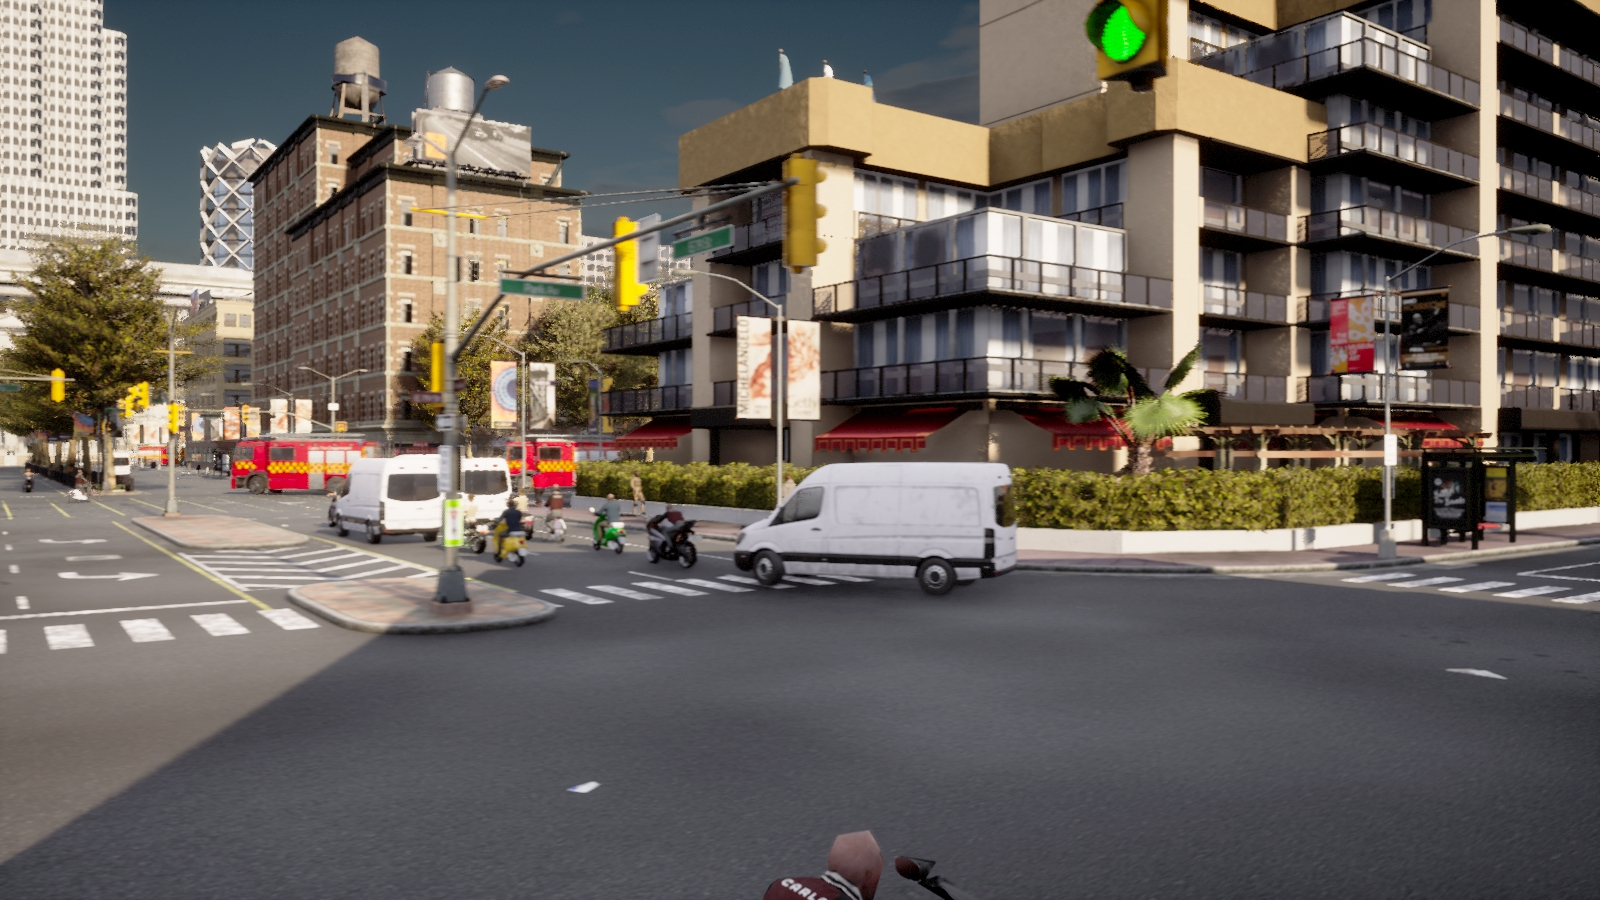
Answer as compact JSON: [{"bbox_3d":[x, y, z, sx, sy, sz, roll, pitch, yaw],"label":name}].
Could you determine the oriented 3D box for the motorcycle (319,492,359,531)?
[{"bbox_3d":[-16.458,2.169,40.796,0.764,1.277,2.356,0,0,-36],"label":"motorcycle"}]

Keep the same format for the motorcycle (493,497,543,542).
[{"bbox_3d":[-8.876,2.170,35.943,0.764,1.277,2.356,0,0,-34],"label":"motorcycle"}]

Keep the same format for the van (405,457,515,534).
[{"bbox_3d":[-12.307,1.534,41.067,1.988,2.561,5.915,0,0,-36],"label":"van"}]

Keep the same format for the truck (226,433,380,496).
[{"bbox_3d":[-31.091,0.889,71.685,8.468,3.827,2.891,0,0,2],"label":"truck"}]

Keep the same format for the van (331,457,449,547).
[{"bbox_3d":[-13.036,1.534,36.037,1.988,2.561,5.915,0,0,-35],"label":"van"}]

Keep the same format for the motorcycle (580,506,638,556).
[{"bbox_3d":[-5.230,2.182,31.201,0.856,1.236,1.805,0,0,-36],"label":"motorcycle"}]

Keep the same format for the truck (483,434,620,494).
[{"bbox_3d":[-16.498,0.889,76.246,8.468,3.827,2.891,0,0,-36],"label":"truck"}]

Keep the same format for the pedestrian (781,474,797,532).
[{"bbox_3d":[-0.369,1.696,36.880,0.375,1.860,0.375,0,0,-32],"label":"pedestrian"}]

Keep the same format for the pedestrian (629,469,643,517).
[{"bbox_3d":[-6.423,1.698,44.783,0.375,1.860,0.375,0,0,-43],"label":"pedestrian"}]

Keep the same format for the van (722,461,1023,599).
[{"bbox_3d":[1.464,1.534,23.711,5.915,2.561,1.988,0,0,25],"label":"van"}]

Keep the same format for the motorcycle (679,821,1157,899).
[{"bbox_3d":[0.145,2.205,3.880,2.209,1.251,0.867,0,0,-35],"label":"motorcycle"}]

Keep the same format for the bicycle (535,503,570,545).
[{"bbox_3d":[-7.440,2.210,34.327,0.329,1.171,1.835,0,0,-36],"label":"bicycle"}]

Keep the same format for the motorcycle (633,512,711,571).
[{"bbox_3d":[-3.135,2.205,27.779,0.867,1.251,2.209,0,0,-38],"label":"motorcycle"}]

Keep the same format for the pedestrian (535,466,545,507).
[{"bbox_3d":[-12.054,1.696,52.925,0.375,1.860,0.375,0,0,-31],"label":"pedestrian"}]
